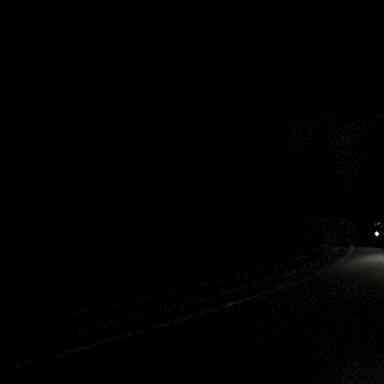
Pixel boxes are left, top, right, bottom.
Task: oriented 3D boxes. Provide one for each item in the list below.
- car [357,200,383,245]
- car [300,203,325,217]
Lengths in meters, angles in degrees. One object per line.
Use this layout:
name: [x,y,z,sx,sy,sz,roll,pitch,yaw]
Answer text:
car: [9.829,1.445,16.767,2.150,2.045,5.566,1,0,19]
car: [12.733,1.938,37.086,2.128,1.511,4.902,0,-1,-13]
